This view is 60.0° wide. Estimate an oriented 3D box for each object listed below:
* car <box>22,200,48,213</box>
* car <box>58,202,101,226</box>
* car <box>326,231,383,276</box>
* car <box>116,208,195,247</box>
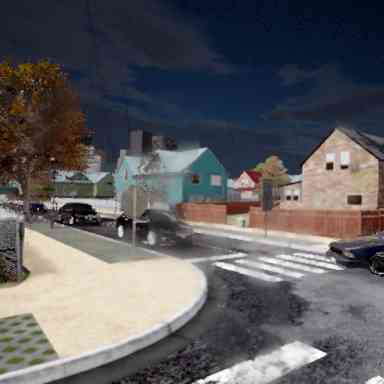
[{"bbox_3d":[-16.894,1.536,35.641,1.994,1.385,4.181,2,-1,-36],"label":"car"},{"bbox_3d":[-8.054,1.508,23.641,1.837,1.490,4.892,2,-1,-36],"label":"car"},{"bbox_3d":[7.039,1.692,10.093,5.357,1.411,2.033,0,-1,4],"label":"car"},{"bbox_3d":[-1.806,1.531,15.236,1.837,1.490,4.892,3,-1,-38],"label":"car"}]
